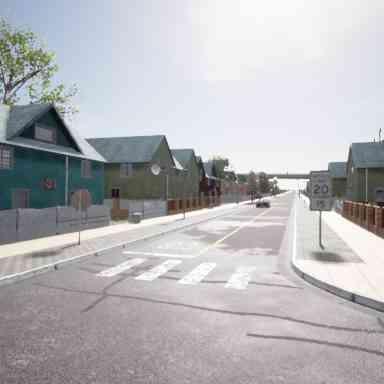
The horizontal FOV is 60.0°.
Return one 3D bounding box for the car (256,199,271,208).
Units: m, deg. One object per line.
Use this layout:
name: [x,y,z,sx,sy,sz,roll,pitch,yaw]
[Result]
car: [10.796,1.651,50.232,1.895,1.301,4.718,0,0,17]
